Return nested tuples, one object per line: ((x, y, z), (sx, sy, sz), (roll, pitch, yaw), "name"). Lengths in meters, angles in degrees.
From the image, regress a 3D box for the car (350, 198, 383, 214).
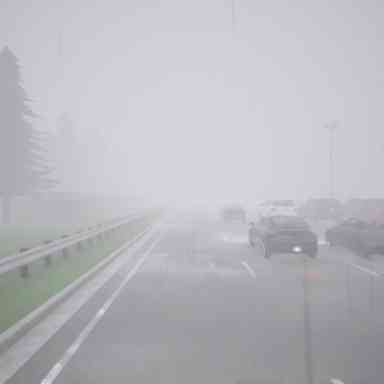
((14.006, 1.531, 27.564), (2.150, 2.045, 5.566), (0, 0, 0), "car")

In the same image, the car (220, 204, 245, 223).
((3.521, 1.802, 29.214), (1.882, 1.535, 5.008), (0, 0, 0), "car")

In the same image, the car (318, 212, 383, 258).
((7.016, 1.715, 13.450), (1.994, 1.385, 4.181), (0, -1, 0), "car")

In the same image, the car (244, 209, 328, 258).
((3.515, 1.658, 13.480), (1.837, 1.490, 4.892), (0, 0, 0), "car")

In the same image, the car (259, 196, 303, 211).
((7.006, 1.531, 27.564), (2.150, 2.045, 5.566), (0, 0, 0), "car")

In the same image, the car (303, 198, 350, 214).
((10.506, 1.531, 27.564), (2.150, 2.045, 5.566), (0, 0, 0), "car")
